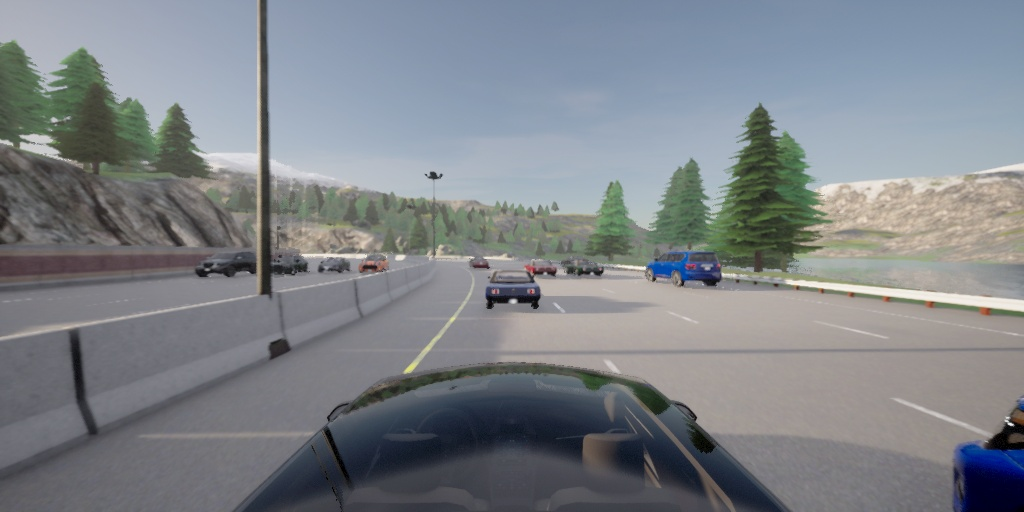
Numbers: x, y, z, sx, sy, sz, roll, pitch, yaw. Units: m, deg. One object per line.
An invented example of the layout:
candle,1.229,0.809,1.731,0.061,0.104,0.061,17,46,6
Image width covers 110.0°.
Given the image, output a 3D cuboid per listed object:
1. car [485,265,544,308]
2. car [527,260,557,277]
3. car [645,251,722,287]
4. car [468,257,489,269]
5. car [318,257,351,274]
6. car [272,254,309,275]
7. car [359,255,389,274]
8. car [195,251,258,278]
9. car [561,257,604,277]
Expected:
car,-0.044,1.191,14.204,1.895,1.301,4.718,0,1,-2
car,2.193,1.000,29.126,1.895,1.301,4.718,0,1,-8
car,10.163,0.717,21.693,2.150,2.045,5.566,0,1,-4
car,-4.098,0.776,43.674,1.994,1.385,4.181,0,1,-14
car,-16.481,0.834,33.501,2.128,1.511,4.902,0,1,-10
car,-19.665,0.719,31.432,2.097,1.767,4.553,0,1,-10
car,-13.036,0.685,34.075,2.097,1.767,4.553,0,1,-10
car,-22.780,0.620,29.028,2.150,2.045,5.566,0,1,-9
car,5.718,1.000,29.129,1.895,1.301,4.718,0,1,-8
